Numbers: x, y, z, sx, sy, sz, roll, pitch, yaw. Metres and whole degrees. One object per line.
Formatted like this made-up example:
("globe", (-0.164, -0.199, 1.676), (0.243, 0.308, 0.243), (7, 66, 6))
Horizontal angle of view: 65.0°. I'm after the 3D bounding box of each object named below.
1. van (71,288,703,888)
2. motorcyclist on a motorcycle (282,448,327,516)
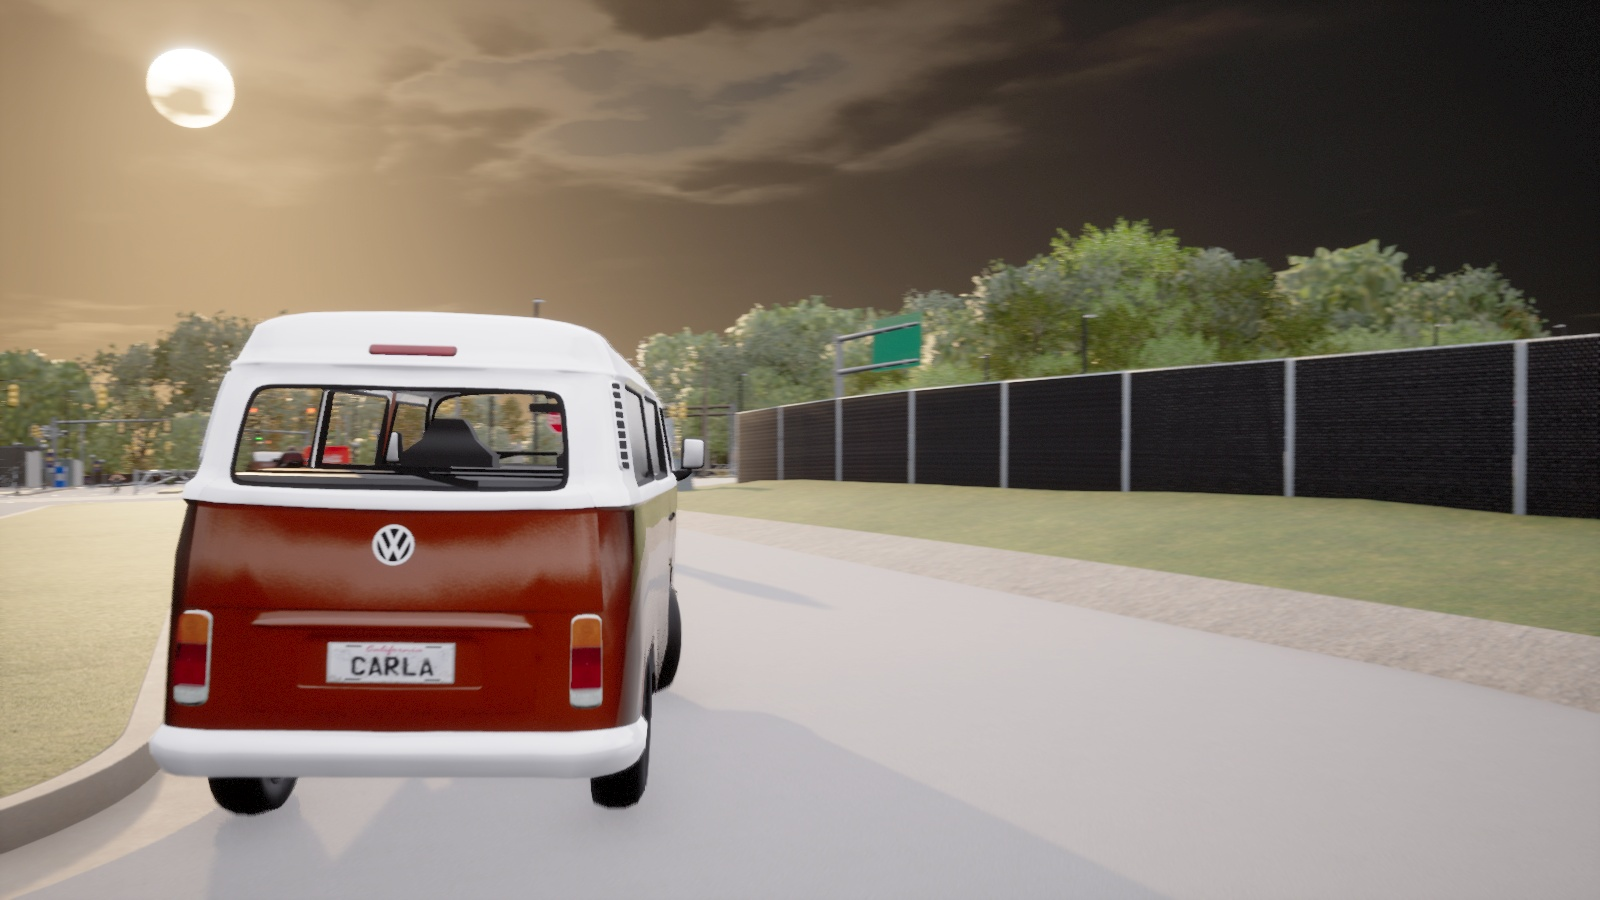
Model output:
("van", (-1.581, 0.475, 6.569), (2.069, 2.038, 4.480), (1, 0, -4))
("motorcyclist on a motorcycle", (-11.575, 0.731, 29.294), (0.866, 1.530, 2.191), (-1, 0, -24))
